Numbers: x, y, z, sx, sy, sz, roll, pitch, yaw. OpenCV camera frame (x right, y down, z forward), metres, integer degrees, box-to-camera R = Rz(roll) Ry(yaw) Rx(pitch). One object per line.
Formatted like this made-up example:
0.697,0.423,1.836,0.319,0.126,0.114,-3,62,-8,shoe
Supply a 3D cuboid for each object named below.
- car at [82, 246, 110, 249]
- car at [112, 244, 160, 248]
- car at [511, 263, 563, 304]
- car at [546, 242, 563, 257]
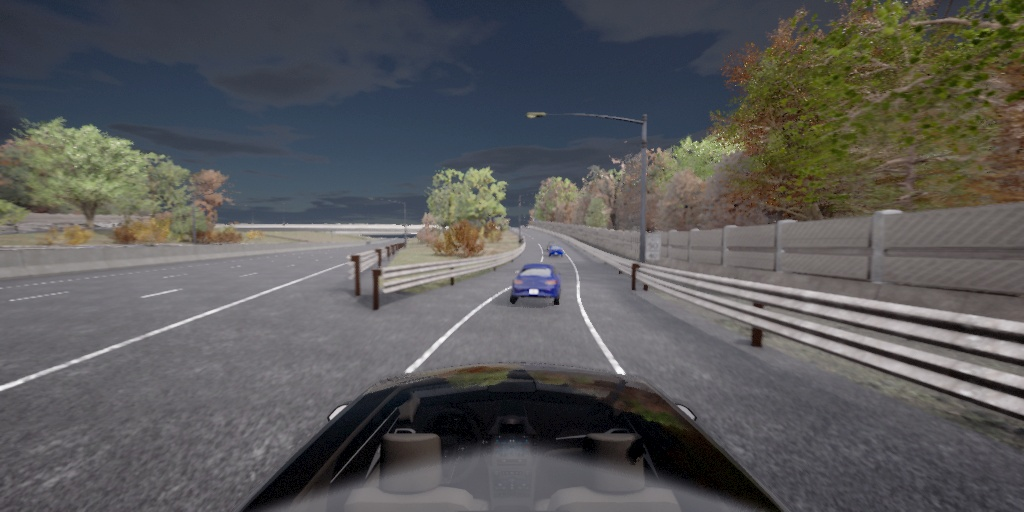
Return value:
-43.298,-0.388,37.453,1.994,1.385,4.181,-1,2,-15,car
-40.055,-0.508,38.861,1.837,1.490,4.892,-1,2,-15,car
1.087,1.021,14.679,1.812,1.442,4.674,0,1,8,car
5.993,-0.709,49.562,1.882,1.535,5.008,0,5,4,car
